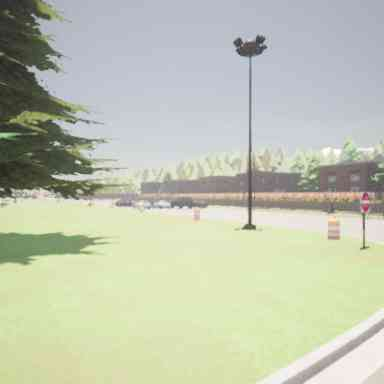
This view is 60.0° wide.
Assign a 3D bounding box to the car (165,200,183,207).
[{"bbox_3d":[-3.756,2.319,68.462,1.994,1.385,4.181,1,-1,-29],"label":"car"}]

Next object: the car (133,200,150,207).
[{"bbox_3d":[-9.918,2.281,65.141,1.895,1.301,4.718,1,-1,-29],"label":"car"}]

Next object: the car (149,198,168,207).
[{"bbox_3d":[-6.814,2.065,66.765,2.097,1.767,4.553,1,-1,-29],"label":"car"}]

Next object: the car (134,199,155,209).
[{"bbox_3d":[-8.158,2.098,54.701,1.812,1.442,4.674,1,-1,-28],"label":"car"}]

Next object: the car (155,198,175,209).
[{"bbox_3d":[-5.088,2.131,56.380,1.812,1.442,4.674,1,-1,-28],"label":"car"}]

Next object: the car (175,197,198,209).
[{"bbox_3d":[-1.757,1.857,57.585,2.150,2.045,5.566,1,-1,-28],"label":"car"}]

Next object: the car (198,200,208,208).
[{"bbox_3d":[1.060,2.165,59.725,2.128,1.511,4.902,1,-1,-28],"label":"car"}]

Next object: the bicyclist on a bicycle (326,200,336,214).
[{"bbox_3d":[16.568,1.827,39.642,1.656,1.620,0.582,0,-1,-29],"label":"bicyclist on a bicycle"}]
